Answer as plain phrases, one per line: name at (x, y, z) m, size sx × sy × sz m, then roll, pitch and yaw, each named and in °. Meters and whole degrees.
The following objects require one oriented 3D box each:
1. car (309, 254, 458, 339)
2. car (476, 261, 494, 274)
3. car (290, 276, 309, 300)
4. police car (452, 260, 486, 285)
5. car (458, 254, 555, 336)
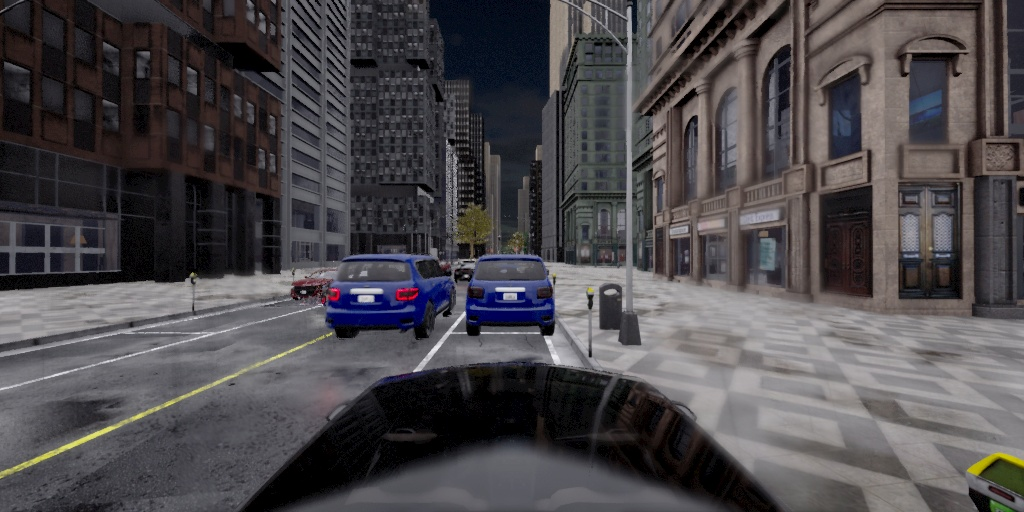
car at (-3.050, 0.974, 10.175) m, size 2.150 × 2.045 × 5.566 m, roll 0°, pitch 0°, yaw 0°
car at (-3.046, 1.280, 41.305) m, size 1.812 × 1.442 × 4.674 m, roll 0°, pitch 0°, yaw 0°
car at (-8.919, 1.296, 17.578) m, size 1.888 × 1.381 × 4.507 m, roll 0°, pitch 0°, yaw 0°
police car at (-3.145, 1.177, 27.192) m, size 1.930 × 1.638 × 5.238 m, roll 0°, pitch 0°, yaw 0°
car at (-0.039, 0.979, 10.530) m, size 2.150 × 2.045 × 5.566 m, roll 0°, pitch 0°, yaw 0°
